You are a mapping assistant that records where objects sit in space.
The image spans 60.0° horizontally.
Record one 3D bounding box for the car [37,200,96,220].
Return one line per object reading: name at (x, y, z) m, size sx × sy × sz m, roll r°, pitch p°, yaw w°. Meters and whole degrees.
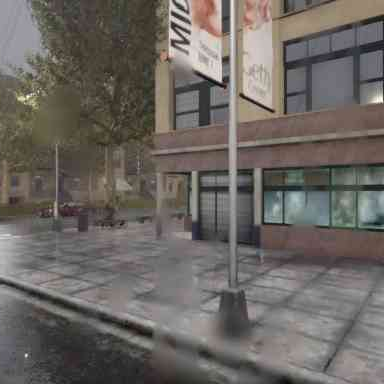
car at (-10.579, 1.477, 28.314) m, size 1.882 × 1.535 × 5.008 m, roll 0°, pitch 0°, yaw 36°
